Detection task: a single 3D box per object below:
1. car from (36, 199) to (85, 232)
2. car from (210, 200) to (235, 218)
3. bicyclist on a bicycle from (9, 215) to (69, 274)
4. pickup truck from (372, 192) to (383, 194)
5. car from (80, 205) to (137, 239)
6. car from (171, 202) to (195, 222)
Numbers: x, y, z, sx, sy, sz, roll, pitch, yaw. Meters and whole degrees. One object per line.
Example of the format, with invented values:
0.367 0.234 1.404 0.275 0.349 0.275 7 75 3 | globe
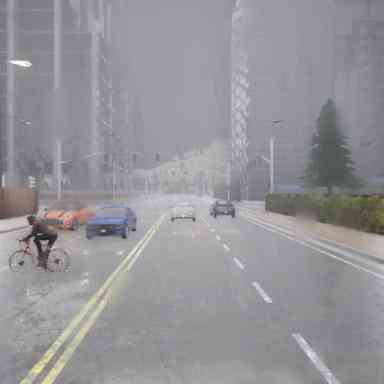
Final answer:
-7.638 1.351 20.126 2.097 1.767 4.553 0 0 -1 | car
2.717 1.492 30.300 2.128 1.511 4.902 0 0 -3 | car
-4.215 1.455 9.146 1.656 1.620 0.582 -2 0 -2 | bicyclist on a bicycle
39.556 1.059 69.008 6.274 2.098 2.390 0 0 28 | pickup truck
-4.070 1.478 17.445 1.882 1.535 5.008 0 0 -2 | car
-0.699 1.526 26.566 1.812 1.442 4.674 0 0 -2 | car
